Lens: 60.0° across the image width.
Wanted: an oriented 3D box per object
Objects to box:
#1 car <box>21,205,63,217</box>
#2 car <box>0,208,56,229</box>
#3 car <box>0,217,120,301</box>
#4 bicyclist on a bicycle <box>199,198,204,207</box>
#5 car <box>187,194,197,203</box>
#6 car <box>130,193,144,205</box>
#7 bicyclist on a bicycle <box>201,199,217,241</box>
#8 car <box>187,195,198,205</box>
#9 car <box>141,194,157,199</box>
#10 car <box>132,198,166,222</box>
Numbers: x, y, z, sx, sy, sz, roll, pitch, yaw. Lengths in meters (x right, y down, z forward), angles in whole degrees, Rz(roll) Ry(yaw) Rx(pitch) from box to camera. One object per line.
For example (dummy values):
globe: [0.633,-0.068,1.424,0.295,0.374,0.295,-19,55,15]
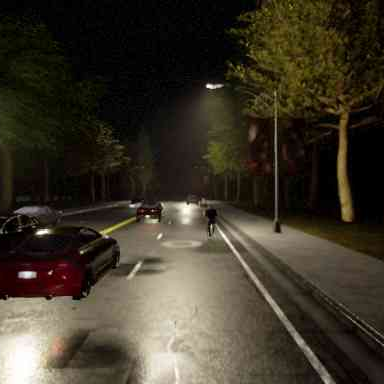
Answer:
car: [-9.855,1.536,20.809,2.033,1.411,5.357,0,0,0]
car: [-6.600,1.496,11.157,1.837,1.490,4.892,0,0,0]
car: [-3.153,1.557,8.391,1.994,1.385,4.181,0,0,0]
bicyclist on a bicycle: [0.888,1.360,25.821,0.659,1.776,1.843,0,0,0]
car: [-0.009,1.417,73.605,2.097,1.767,4.553,0,0,0]
car: [-9.792,1.248,60.757,2.150,2.045,5.566,0,0,1]
bicyclist on a bicycle: [0.889,1.360,15.705,0.659,1.776,1.843,0,0,0]
car: [0.094,1.545,57.560,1.812,1.442,4.674,0,0,0]
car: [-6.565,1.519,54.275,1.837,1.490,4.892,0,0,0]
car: [-3.155,1.494,26.121,1.837,1.490,4.892,0,0,0]
